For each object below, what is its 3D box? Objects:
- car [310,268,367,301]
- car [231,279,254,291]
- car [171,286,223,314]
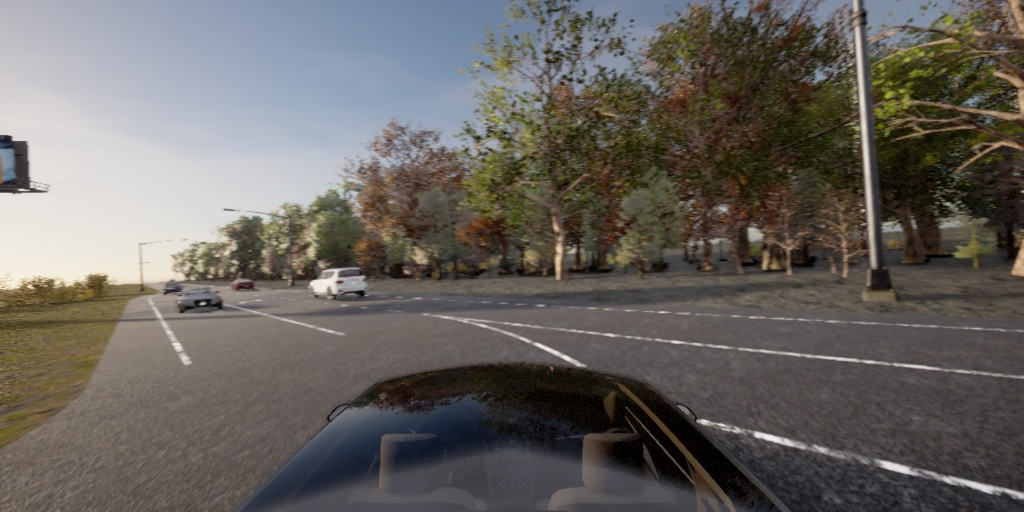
[{"bbox_3d":[-12.056,1.910,24.786,5.566,2.045,2.150,-4,-1,44],"label":"car"},{"bbox_3d":[-36.042,3.851,47.903,5.008,1.535,1.882,-4,-1,44],"label":"car"},{"bbox_3d":[-19.338,2.685,22.119,4.181,1.385,1.994,-4,-1,44],"label":"car"}]
